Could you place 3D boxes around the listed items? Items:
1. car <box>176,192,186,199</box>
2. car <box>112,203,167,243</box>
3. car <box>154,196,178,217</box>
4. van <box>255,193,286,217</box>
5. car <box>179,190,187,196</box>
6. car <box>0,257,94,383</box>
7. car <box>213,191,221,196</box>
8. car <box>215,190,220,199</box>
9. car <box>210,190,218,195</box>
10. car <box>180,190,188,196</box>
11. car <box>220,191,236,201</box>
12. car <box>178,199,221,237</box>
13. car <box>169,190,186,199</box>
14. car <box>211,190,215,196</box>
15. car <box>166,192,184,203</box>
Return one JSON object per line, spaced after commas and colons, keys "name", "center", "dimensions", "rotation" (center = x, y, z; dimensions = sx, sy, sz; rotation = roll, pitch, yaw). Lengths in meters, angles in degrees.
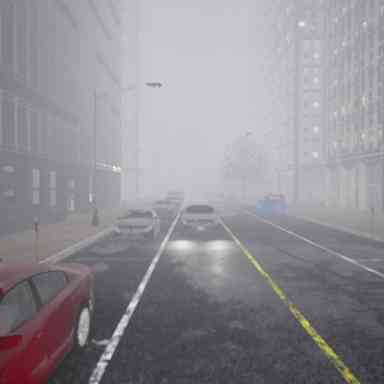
{"name": "car", "center": [-2.203, 0.624, 65.954], "dimensions": [1.802, 1.307, 4.206], "rotation": [0, 1, 0]}
{"name": "car", "center": [-2.307, 1.373, 14.685], "dimensions": [1.802, 1.307, 4.206], "rotation": [0, 1, 0]}
{"name": "car", "center": [-2.284, 1.211, 26.078], "dimensions": [1.802, 1.307, 4.206], "rotation": [0, 1, 0]}
{"name": "van", "center": [6.096, 0.981, 26.057], "dimensions": [1.690, 1.788, 3.998], "rotation": [0, 1, 0]}
{"name": "car", "center": [-2.169, 0.308, 82.872], "dimensions": [1.752, 1.417, 4.829], "rotation": [0, 1, 0]}
{"name": "car", "center": [-2.330, 1.495, 3.292], "dimensions": [1.887, 1.381, 4.507], "rotation": [0, 1, 0]}
{"name": "car", "center": [6.212, 0.372, 83.025], "dimensions": [1.802, 1.307, 4.206], "rotation": [0, 1, 0]}
{"name": "car", "center": [6.177, 0.603, 65.935], "dimensions": [2.008, 1.369, 4.403], "rotation": [0, 1, 0]}
{"name": "car", "center": [6.235, 0.177, 94.417], "dimensions": [1.947, 1.339, 4.313], "rotation": [0, 1, 0]}
{"name": "car", "center": [-2.156, 0.257, 88.738], "dimensions": [1.947, 1.339, 4.313], "rotation": [0, 1, 0]}
{"name": "car", "center": [6.154, 0.774, 54.542], "dimensions": [2.008, 1.369, 4.403], "rotation": [0, 1, 0]}
{"name": "car", "center": [0.391, 1.291, 16.731], "dimensions": [1.812, 1.442, 4.674], "rotation": [0, 1, 0]}
{"name": "car", "center": [-2.249, 0.696, 43.163], "dimensions": [2.192, 1.841, 5.009], "rotation": [0, 1, 0]}
{"name": "car", "center": [6.200, 0.429, 77.328], "dimensions": [2.008, 1.369, 4.403], "rotation": [0, 1, 0]}
{"name": "car", "center": [-2.260, 1.030, 37.470], "dimensions": [1.947, 1.339, 4.313], "rotation": [0, 1, 0]}
